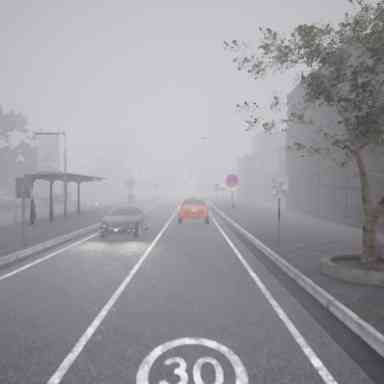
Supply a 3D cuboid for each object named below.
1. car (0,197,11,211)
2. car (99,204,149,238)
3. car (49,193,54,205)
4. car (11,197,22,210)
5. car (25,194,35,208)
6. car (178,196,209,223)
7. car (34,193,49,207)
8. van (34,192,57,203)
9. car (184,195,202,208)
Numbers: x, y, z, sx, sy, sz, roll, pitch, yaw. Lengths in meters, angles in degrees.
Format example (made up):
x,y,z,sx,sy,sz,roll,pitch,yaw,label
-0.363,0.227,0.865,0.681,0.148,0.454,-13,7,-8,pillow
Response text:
x,y,z,sx,sy,sz,roll,pitch,yaw,label
-22.095,1.296,34.512,5.008,1.535,2.097,0,0,0,car
-3.341,1.413,17.012,1.837,1.490,4.892,0,0,0,car
-22.128,1.268,45.613,4.792,1.488,2.163,0,0,0,car
-22.086,1.282,37.287,4.892,1.521,2.231,0,0,0,car
-22.123,1.296,40.062,4.792,1.488,2.163,0,0,0,car
0.112,1.207,24.273,2.097,1.767,4.553,0,0,0,car
-21.910,1.249,42.836,5.366,1.575,1.946,0,0,0,car
-21.984,0.999,48.386,4.442,1.987,1.878,0,0,0,van
0.120,1.173,41.656,2.033,1.411,5.357,0,1,0,car
